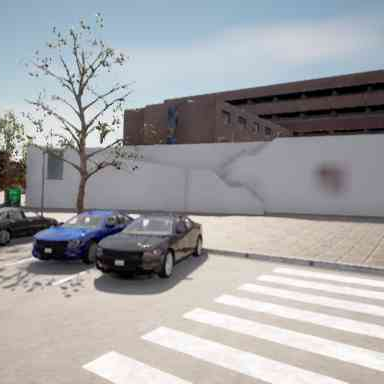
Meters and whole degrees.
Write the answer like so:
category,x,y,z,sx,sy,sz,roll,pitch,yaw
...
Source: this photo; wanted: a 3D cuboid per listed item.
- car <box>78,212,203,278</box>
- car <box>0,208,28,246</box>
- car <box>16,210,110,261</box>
category,x,y,z,sx,sy,sz,roll,pitch,yaw
car,-1.021,1.443,10.214,2.097,1.535,5.008,0,-1,16
car,-8.230,1.501,15.393,2.231,1.521,4.892,0,-1,17
car,-3.431,1.459,11.937,2.097,1.535,5.008,0,-1,16
